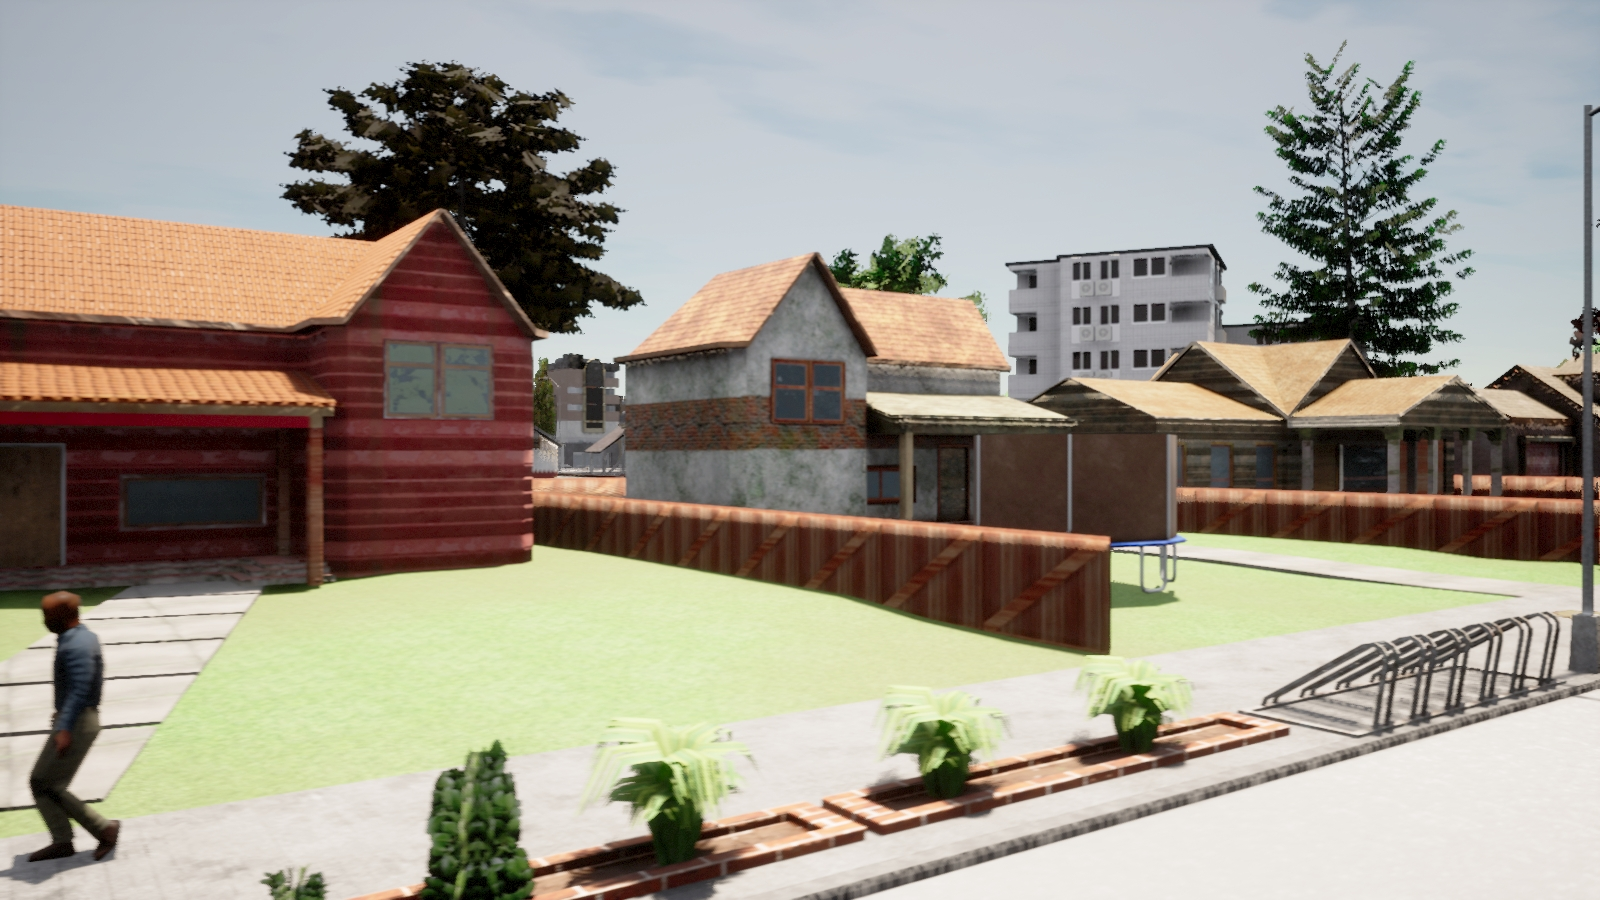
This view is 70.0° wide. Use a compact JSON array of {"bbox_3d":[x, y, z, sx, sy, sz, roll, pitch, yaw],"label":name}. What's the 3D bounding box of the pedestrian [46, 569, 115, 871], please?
[{"bbox_3d":[-4.737,1.743,7.520,0.375,1.860,0.375,0,0,-34],"label":"pedestrian"}]
